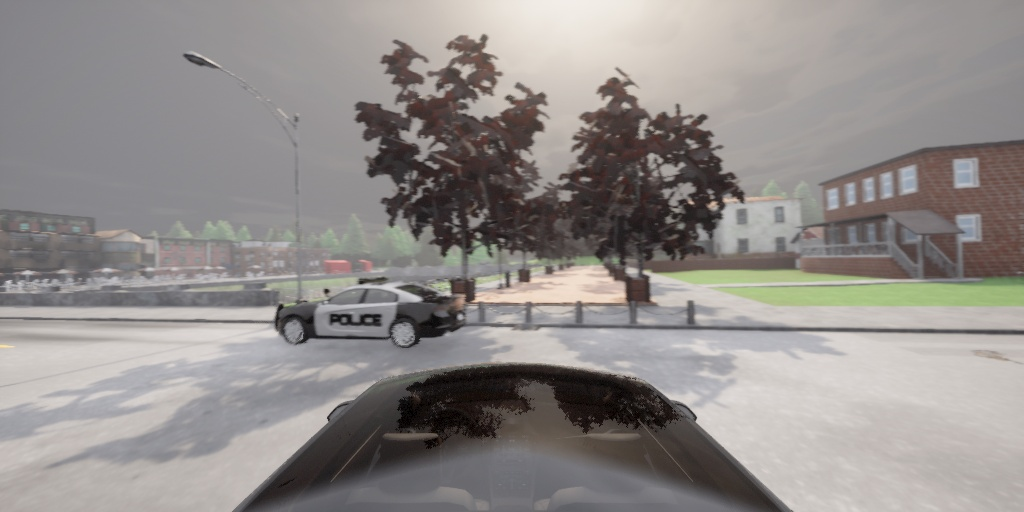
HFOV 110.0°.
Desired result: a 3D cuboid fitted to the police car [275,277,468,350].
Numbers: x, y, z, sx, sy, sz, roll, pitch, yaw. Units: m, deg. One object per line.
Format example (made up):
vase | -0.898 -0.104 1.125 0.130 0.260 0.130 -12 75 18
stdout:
police car | -3.785 1.393 9.504 5.238 1.638 1.930 -2 -1 13
